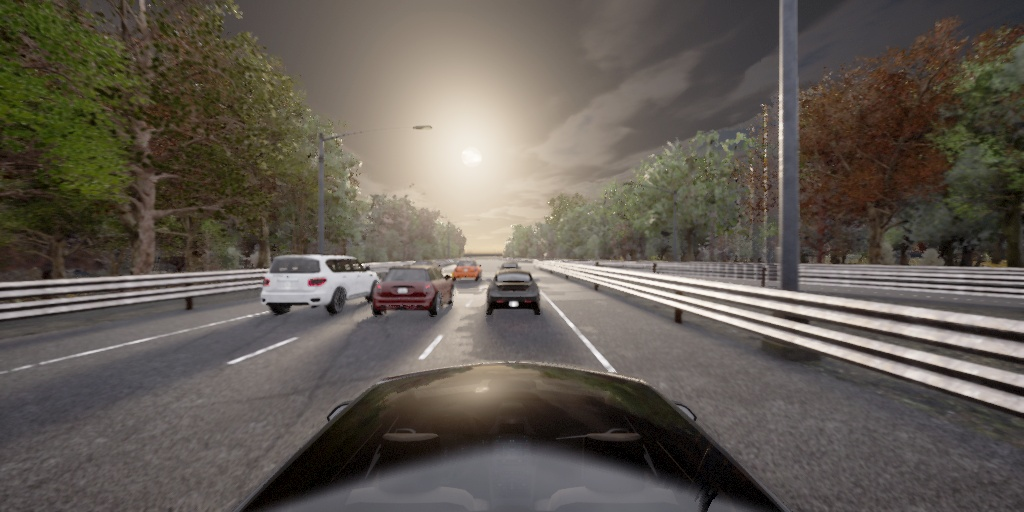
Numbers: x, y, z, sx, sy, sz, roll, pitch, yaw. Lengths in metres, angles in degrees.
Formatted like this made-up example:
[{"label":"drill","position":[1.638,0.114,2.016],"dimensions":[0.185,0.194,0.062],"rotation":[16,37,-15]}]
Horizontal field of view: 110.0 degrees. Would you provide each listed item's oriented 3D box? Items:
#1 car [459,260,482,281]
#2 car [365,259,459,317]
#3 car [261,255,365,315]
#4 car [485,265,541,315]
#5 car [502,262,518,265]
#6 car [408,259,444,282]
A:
[{"label":"car","position":[-3.696,1.132,30.487],"dimensions":[2.097,1.767,4.553],"rotation":[0,0,-1]},{"label":"car","position":[-3.462,1.111,13.438],"dimensions":[2.097,1.767,4.553],"rotation":[0,0,0]},{"label":"car","position":[-6.960,0.983,13.767],"dimensions":[2.150,2.045,5.566],"rotation":[0,0,0]},{"label":"car","position":[0.038,1.262,13.688],"dimensions":[1.837,1.490,4.892],"rotation":[0,0,0]},{"label":"car","position":[-0.199,1.284,30.797],"dimensions":[1.837,1.490,4.892],"rotation":[0,0,-1]},{"label":"car","position":[-7.195,1.134,30.481],"dimensions":[2.097,1.767,4.553],"rotation":[0,0,-1]}]
